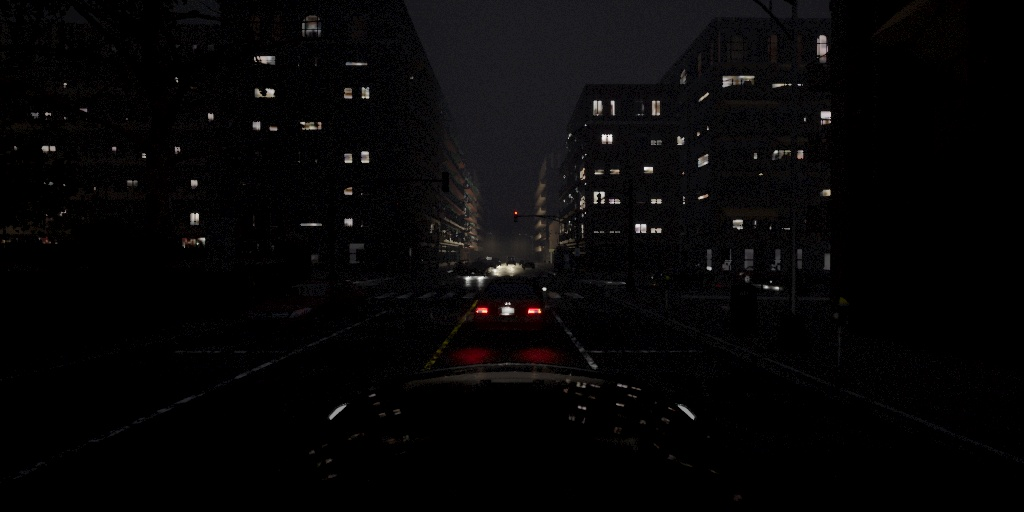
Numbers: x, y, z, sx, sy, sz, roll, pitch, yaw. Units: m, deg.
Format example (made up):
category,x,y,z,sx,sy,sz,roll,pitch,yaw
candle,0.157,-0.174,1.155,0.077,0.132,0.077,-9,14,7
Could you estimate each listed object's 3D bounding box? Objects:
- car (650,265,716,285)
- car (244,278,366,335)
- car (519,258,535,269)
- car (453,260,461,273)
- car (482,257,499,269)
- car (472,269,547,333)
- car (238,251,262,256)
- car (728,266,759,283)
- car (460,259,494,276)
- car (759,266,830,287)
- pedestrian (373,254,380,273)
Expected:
category,x,y,z,sx,sy,sz,roll,pitch,yaw
car,13.690,1.502,28.752,4.902,1.511,2.128,1,0,-1
car,-5.713,1.331,10.502,1.802,1.307,4.207,0,0,0
car,2.535,1.299,54.209,2.007,1.370,4.403,0,0,0
car,-5.811,1.188,42.912,1.967,1.591,4.097,0,0,0
car,-3.251,1.274,53.598,1.812,1.442,4.674,0,0,0
car,0.052,1.297,10.715,2.033,1.411,5.357,0,0,3
car,-17.606,0.694,25.075,5.566,2.045,2.150,1,0,-1
car,21.293,1.571,31.431,4.097,1.591,1.967,0,0,-1
car,-3.519,1.296,37.166,2.033,1.411,5.357,0,0,5
car,23.499,1.732,28.906,5.357,1.411,2.033,1,0,-1
pedestrian,-12.807,0.652,33.884,0.375,1.860,0.375,0,-1,-1
